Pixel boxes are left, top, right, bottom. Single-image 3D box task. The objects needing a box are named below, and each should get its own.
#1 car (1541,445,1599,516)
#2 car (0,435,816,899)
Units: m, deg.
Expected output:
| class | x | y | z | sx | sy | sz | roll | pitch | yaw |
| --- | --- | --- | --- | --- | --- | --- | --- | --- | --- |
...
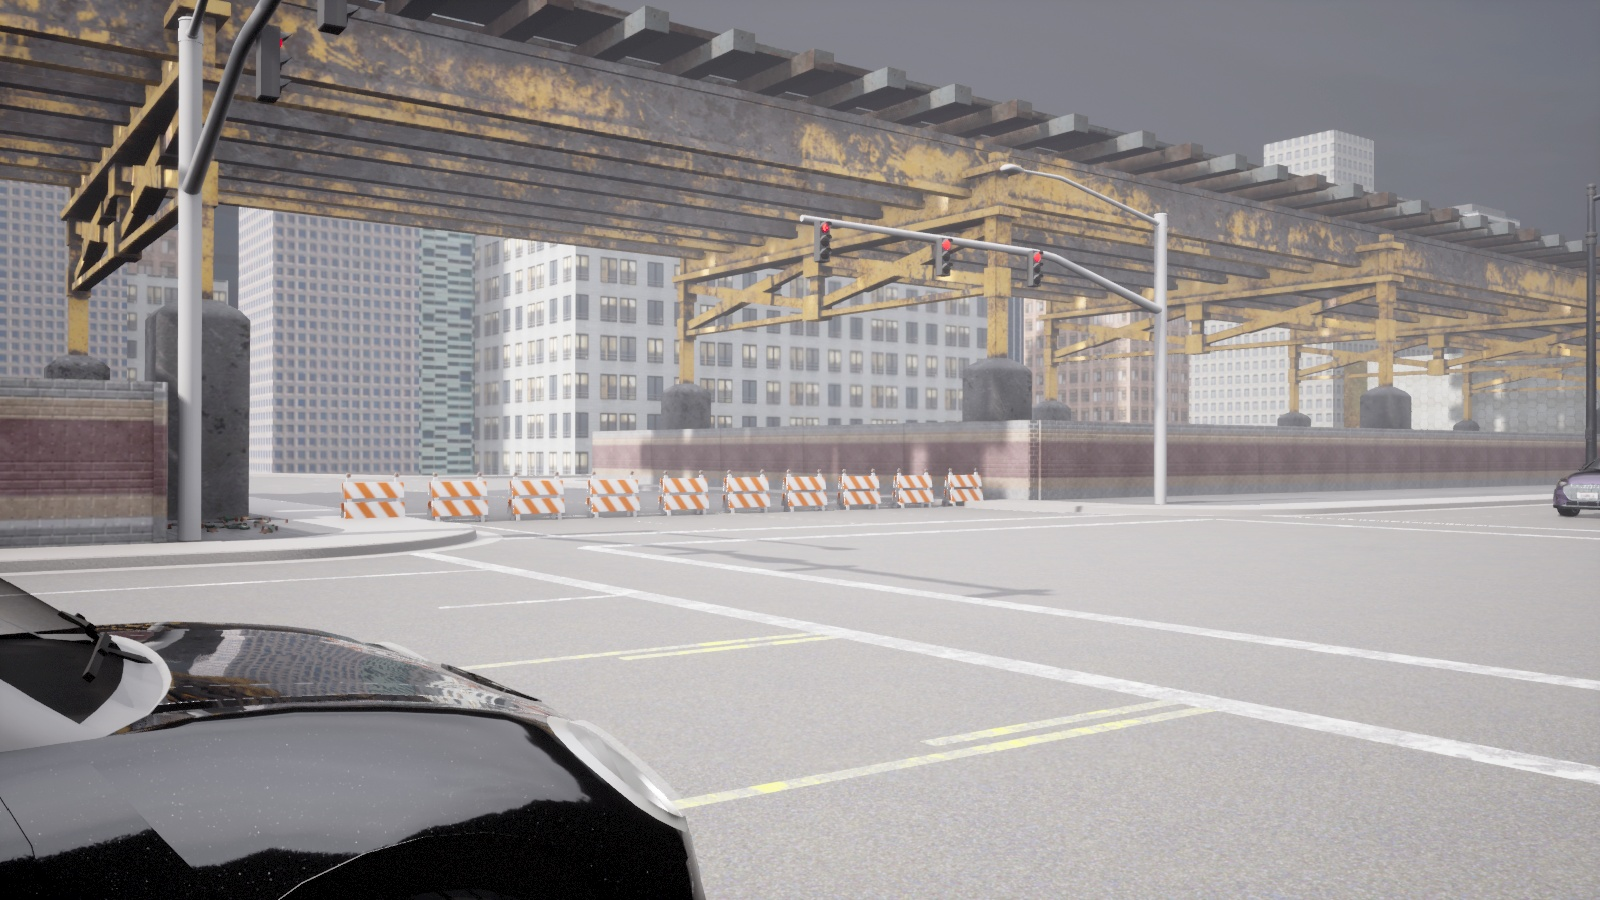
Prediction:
| class | x | y | z | sx | sy | sz | roll | pitch | yaw |
| --- | --- | --- | --- | --- | --- | --- | --- | --- | --- |
| car | 20.333 | 0.707 | 30.642 | 4.856 | 1.649 | 2.033 | 0 | 0 | -35 |
| car | -2.093 | 0.720 | 2.202 | 3.806 | 1.475 | 1.970 | 0 | 0 | -35 |
